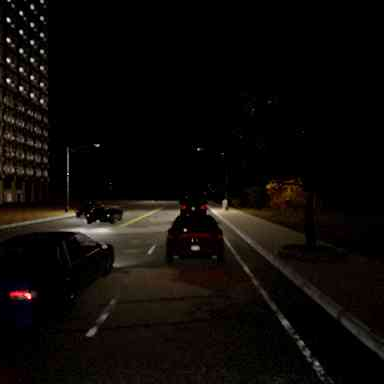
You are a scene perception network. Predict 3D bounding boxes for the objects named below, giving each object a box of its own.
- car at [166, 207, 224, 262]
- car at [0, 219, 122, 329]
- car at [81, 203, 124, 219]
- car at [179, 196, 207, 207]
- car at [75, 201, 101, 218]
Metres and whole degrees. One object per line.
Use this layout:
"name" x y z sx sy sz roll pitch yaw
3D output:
"car" 0.100 1.552 12.486 1.882 1.535 5.008 0 0 0
"car" -3.152 1.592 7.407 2.033 1.411 5.357 0 0 0
"car" -6.595 1.752 25.561 1.895 1.301 4.718 0 0 0
"car" 0.101 1.392 28.522 2.150 2.045 5.566 0 0 0
"car" -9.829 1.698 32.556 1.837 1.490 4.892 0 -1 0
